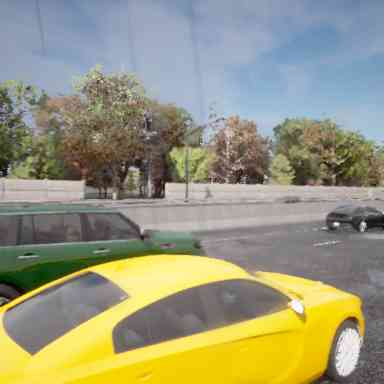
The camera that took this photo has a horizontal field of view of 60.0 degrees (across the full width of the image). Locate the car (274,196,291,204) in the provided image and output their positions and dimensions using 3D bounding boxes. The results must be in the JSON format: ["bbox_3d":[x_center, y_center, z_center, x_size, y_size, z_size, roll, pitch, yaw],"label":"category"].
[{"bbox_3d":[13.920,1.346,48.266,4.553,1.767,2.097,0,0,-35],"label":"car"}]

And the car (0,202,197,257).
[{"bbox_3d":[-2.218,1.221,6.463,5.566,2.045,2.150,0,0,-35],"label":"car"}]

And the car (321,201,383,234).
[{"bbox_3d":[9.731,1.493,19.283,4.892,1.490,1.837,0,0,-35],"label":"car"}]

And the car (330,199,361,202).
[{"bbox_3d":[18.506,1.593,38.662,4.718,1.301,1.895,0,0,-35],"label":"car"}]

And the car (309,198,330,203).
[{"bbox_3d":[17.436,1.594,42.189,4.718,1.301,1.895,0,0,-35],"label":"car"}]

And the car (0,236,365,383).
[{"bbox_3d":[-0.009,1.476,3.740,5.008,1.535,1.882,0,0,-36],"label":"car"}]

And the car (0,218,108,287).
[{"bbox_3d":[-4.660,1.564,9.018,4.181,1.385,1.994,0,0,-35],"label":"car"}]

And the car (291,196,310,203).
[{"bbox_3d":[16.087,1.520,45.514,4.674,1.442,1.812,0,0,-35],"label":"car"}]
